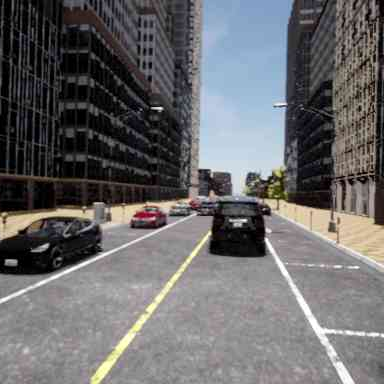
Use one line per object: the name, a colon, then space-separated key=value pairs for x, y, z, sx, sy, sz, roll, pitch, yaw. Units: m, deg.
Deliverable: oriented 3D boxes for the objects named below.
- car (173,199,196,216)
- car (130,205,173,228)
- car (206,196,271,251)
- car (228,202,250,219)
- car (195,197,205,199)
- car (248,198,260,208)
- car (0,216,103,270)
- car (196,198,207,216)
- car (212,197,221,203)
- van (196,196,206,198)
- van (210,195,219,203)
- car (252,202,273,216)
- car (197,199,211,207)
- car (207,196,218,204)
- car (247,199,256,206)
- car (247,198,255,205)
car: x=-1.138 y=1.628 z=33.333 sx=2.008 sy=1.369 sz=4.403 roll=2 pitch=0 yaw=8
car: x=-2.755 y=1.580 z=22.063 sx=1.802 sy=1.307 sz=4.206 roll=2 pitch=0 yaw=8
car: x=2.082 y=1.331 z=14.971 sx=2.150 sy=2.045 sz=5.566 roll=2 pitch=0 yaw=8
car: x=4.747 y=1.789 z=33.613 sx=2.033 sy=1.411 sz=5.357 roll=2 pitch=0 yaw=8
car: x=0.478 y=1.701 z=44.602 sx=1.887 sy=1.381 sz=4.507 roll=2 pitch=0 yaw=8
car: x=11.196 y=1.938 z=60.301 sx=1.967 sy=1.590 sz=4.097 roll=2 pitch=0 yaw=8
car: x=-4.370 y=1.482 z=10.796 sx=1.947 sy=1.339 sz=4.313 roll=2 pitch=0 yaw=8
car: x=1.643 y=1.664 z=34.317 sx=1.837 sy=1.490 sz=4.892 roll=2 pitch=-1 yaw=8
car: x=6.134 y=1.985 z=84.044 sx=1.947 sy=1.339 sz=4.313 roll=2 pitch=0 yaw=8
van: x=1.293 y=1.536 z=50.238 sx=1.690 sy=1.788 sz=3.998 roll=2 pitch=0 yaw=8
van: x=5.333 y=1.723 z=78.410 sx=1.690 sy=1.788 sz=3.998 roll=2 pitch=0 yaw=8
car: x=7.960 y=1.910 z=37.764 sx=1.947 sy=1.339 sz=4.313 roll=2 pitch=0 yaw=8
car: x=2.093 y=1.815 z=55.871 sx=1.802 sy=1.307 sz=4.206 roll=2 pitch=0 yaw=8
car: x=4.521 y=1.785 z=72.774 sx=1.967 sy=1.590 sz=4.097 roll=2 pitch=0 yaw=8
car: x=12.807 y=2.154 z=71.569 sx=1.802 sy=1.307 sz=4.206 roll=2 pitch=0 yaw=8
car: x=13.641 y=2.135 z=77.372 sx=1.752 sy=1.417 sz=4.829 roll=2 pitch=0 yaw=8
